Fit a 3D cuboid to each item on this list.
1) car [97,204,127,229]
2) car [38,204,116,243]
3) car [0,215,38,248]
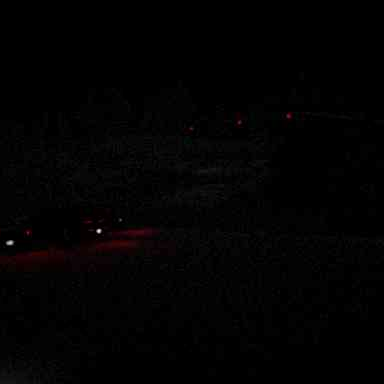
[{"bbox_3d":[-6.203,1.443,19.984,5.008,1.535,1.882,0,0,29],"label":"car"},{"bbox_3d":[-6.231,1.478,15.984,4.892,1.490,1.837,0,0,30],"label":"car"},{"bbox_3d":[-8.631,1.582,13.355,4.718,1.301,1.895,0,0,30],"label":"car"}]
